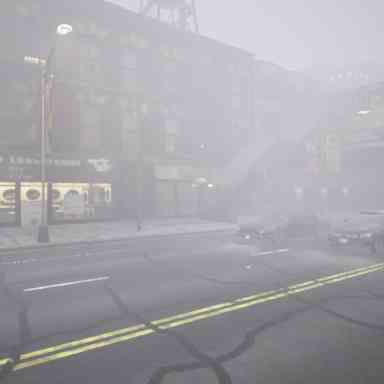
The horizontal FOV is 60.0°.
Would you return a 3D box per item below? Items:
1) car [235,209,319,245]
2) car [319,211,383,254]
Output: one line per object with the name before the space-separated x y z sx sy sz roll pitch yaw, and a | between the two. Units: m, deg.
car | 4.546 1.547 15.814 5.357 1.411 2.033 0 0 -35
car | 7.495 1.526 13.616 4.674 1.442 1.812 0 0 -35
